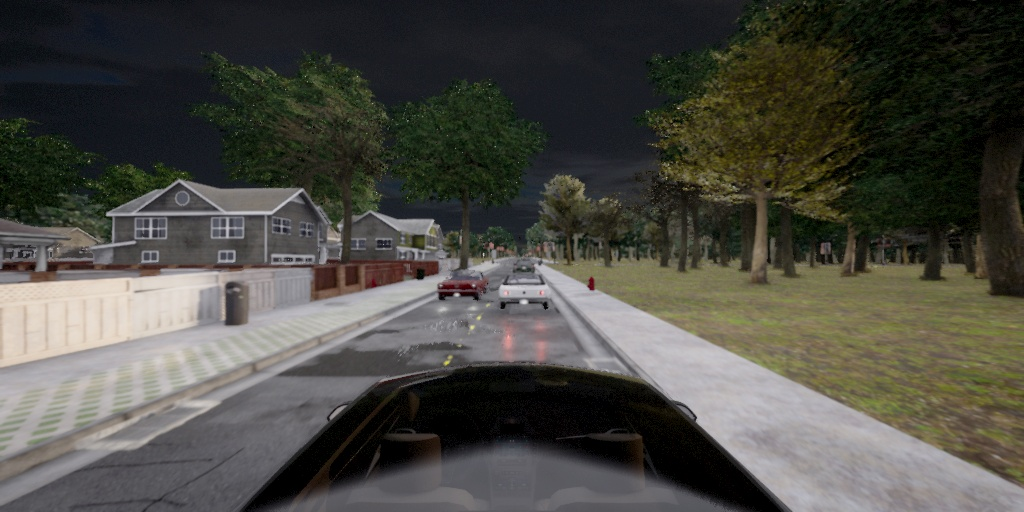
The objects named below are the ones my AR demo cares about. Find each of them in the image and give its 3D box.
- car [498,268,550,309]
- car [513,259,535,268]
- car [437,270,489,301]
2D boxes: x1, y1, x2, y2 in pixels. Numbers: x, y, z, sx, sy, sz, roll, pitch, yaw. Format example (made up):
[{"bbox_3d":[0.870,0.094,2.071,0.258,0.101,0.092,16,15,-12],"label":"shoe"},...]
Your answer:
[{"bbox_3d":[0.510,1.357,15.042,1.895,1.301,4.718,0,0,2],"label":"car"},{"bbox_3d":[1.181,1.108,35.087,2.097,1.767,4.553,0,0,2],"label":"car"},{"bbox_3d":[-2.273,1.371,17.590,1.895,1.301,4.718,0,0,2],"label":"car"}]
